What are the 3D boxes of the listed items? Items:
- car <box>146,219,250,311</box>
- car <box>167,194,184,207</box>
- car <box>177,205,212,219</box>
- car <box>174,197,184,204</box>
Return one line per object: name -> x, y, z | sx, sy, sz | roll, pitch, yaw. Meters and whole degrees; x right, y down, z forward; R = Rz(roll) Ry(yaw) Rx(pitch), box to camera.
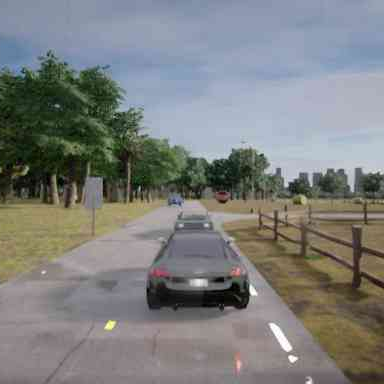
car -> 0.103, 1.565, 7.855 | 1.994, 1.385, 4.181 | 0, 0, 0
car -> -2.841, 1.371, 54.982 | 2.150, 2.045, 5.566 | 0, 0, 0
car -> 0.127, 1.614, 17.903 | 1.895, 1.301, 4.718 | 0, 0, 1
car -> -2.768, 1.812, 70.809 | 2.033, 1.411, 5.357 | 0, 0, 0
